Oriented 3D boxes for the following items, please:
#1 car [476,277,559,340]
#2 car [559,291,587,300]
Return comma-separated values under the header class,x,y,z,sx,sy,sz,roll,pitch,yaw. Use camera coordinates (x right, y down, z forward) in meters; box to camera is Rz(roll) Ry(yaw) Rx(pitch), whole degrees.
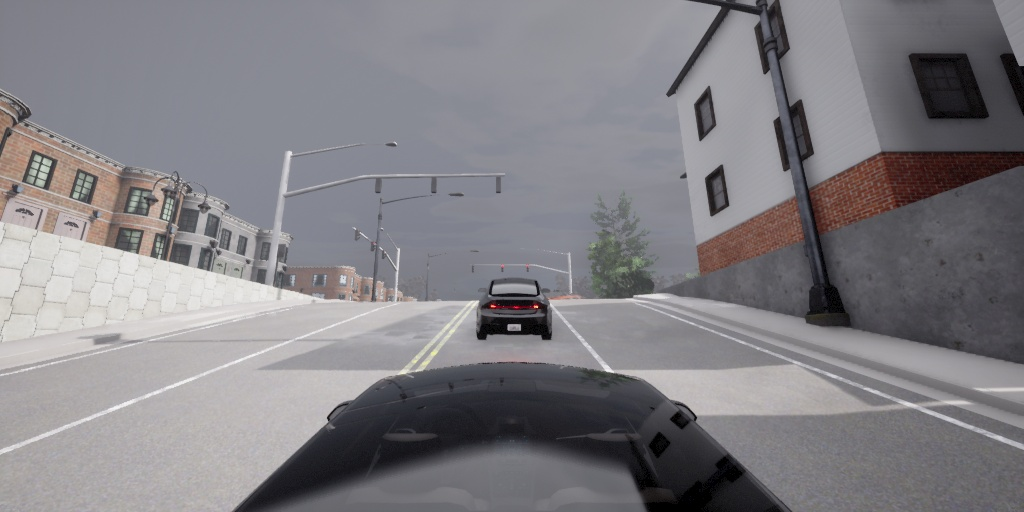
class,x,y,z,sx,sy,sz,roll,pitch,yaw
car,0.063,1.352,10.343,1.837,1.490,4.892,0,0,0
car,4.159,3.679,29.659,4.553,1.767,2.097,-8,-16,30
